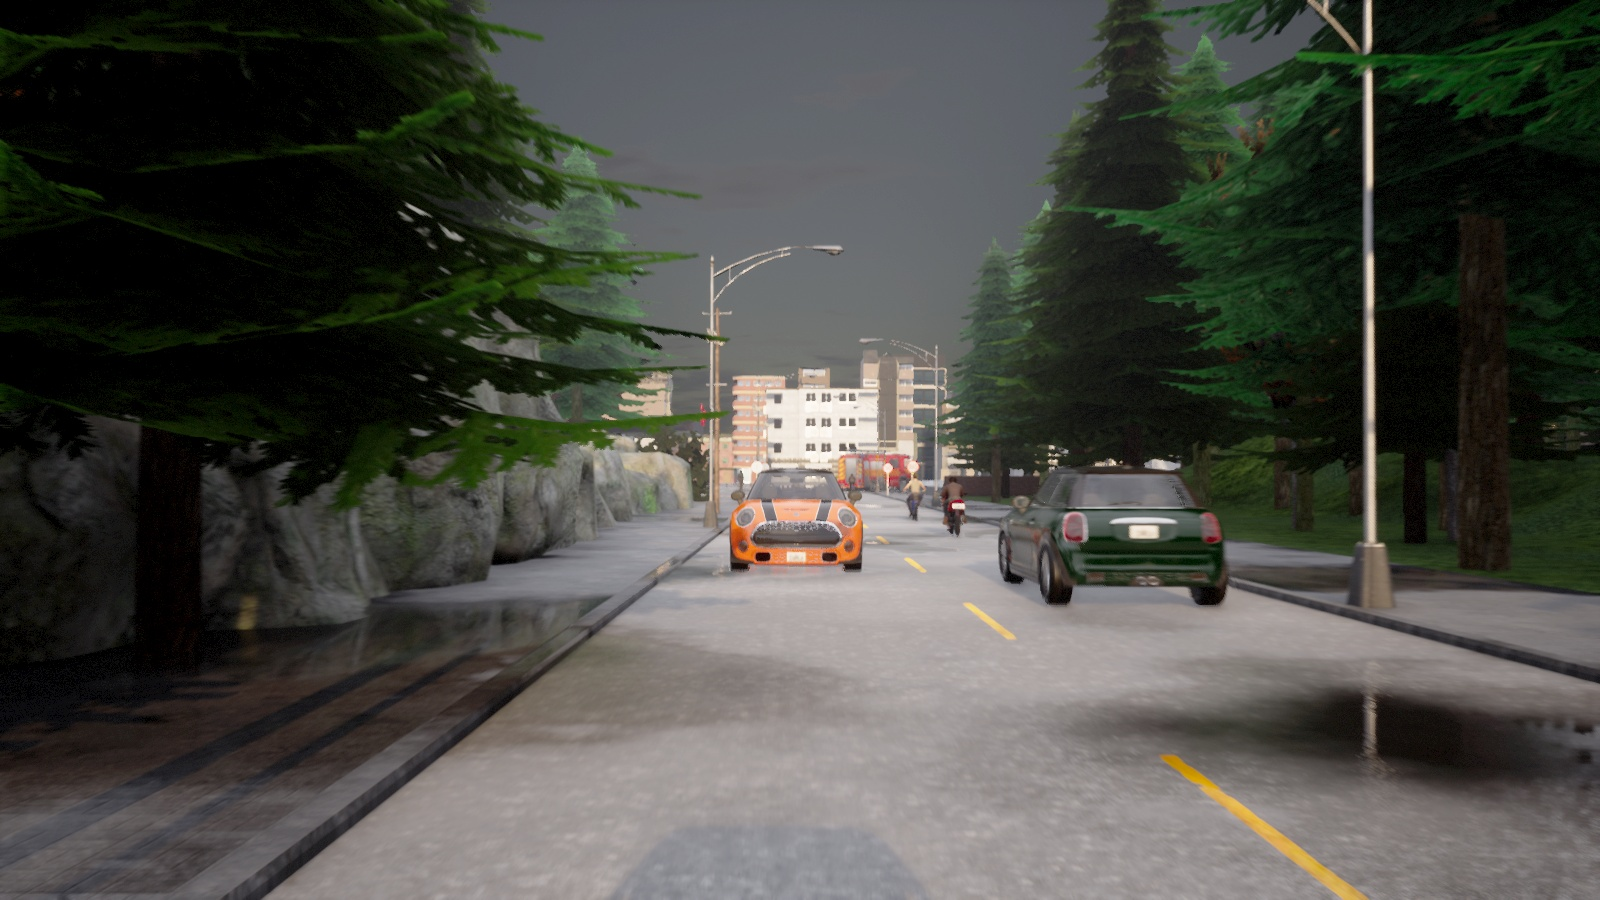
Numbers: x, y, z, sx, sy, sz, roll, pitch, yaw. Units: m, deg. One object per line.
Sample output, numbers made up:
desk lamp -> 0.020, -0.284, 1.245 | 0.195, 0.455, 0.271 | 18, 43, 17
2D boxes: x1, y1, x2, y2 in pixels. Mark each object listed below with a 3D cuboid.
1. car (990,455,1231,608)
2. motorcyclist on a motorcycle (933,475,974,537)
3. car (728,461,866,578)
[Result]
car -> 3.958, 0.993, 16.900 | 2.097, 1.767, 4.553 | 0, -1, 0
motorcyclist on a motorcycle -> 3.921, 1.418, 32.285 | 0.797, 1.523, 2.044 | 0, -1, 0
car -> -0.053, 1.095, 21.327 | 2.097, 1.767, 4.553 | 0, -1, 0
